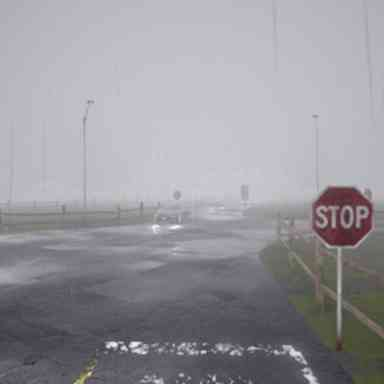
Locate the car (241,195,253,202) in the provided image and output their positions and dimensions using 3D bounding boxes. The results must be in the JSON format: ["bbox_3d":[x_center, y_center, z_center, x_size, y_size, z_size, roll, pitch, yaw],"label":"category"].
[{"bbox_3d":[12.381,1.381,74.853,1.812,1.442,4.674,0,0,21],"label":"car"}]

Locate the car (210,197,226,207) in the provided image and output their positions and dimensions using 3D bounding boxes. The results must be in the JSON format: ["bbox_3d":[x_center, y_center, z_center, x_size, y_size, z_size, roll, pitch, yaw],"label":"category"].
[{"bbox_3d":[3.871,1.486,49.232,1.812,1.442,4.674,0,0,15],"label":"car"}]

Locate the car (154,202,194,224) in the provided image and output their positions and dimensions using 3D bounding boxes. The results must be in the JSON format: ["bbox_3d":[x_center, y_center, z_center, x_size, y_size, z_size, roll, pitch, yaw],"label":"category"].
[{"bbox_3d":[-1.249,1.573,25.212,1.837,1.490,4.892,2,1,17],"label":"car"}]
